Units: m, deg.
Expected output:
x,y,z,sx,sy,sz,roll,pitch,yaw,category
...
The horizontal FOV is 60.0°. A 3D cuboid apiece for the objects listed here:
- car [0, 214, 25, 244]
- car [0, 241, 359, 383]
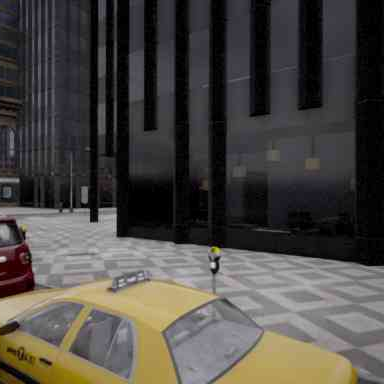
x,y,z,sx,sy,sz,roll,pitch,yaw,category
-5.149,1.312,6.592,5.009,1.841,2.192,0,0,35,car
-0.856,1.525,3.563,4.829,1.417,1.752,0,0,35,car
